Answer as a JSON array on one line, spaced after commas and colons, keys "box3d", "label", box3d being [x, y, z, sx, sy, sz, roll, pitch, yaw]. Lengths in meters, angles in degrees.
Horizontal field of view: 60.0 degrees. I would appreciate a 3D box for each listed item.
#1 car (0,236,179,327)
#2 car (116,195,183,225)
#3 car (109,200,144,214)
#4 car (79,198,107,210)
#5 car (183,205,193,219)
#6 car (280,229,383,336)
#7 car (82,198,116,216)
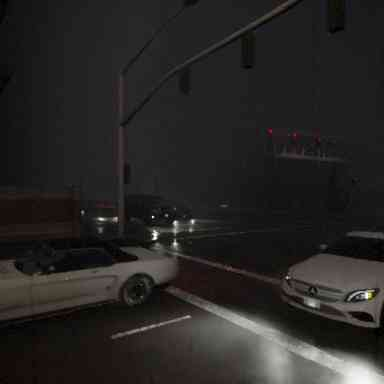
[{"box3d": [-2.681, 1.601, 6.393, 4.718, 1.301, 1.895, 0, 0, -36], "label": "car"}, {"box3d": [-3.316, 1.222, 24.563, 2.150, 2.045, 5.566, 0, 0, -36], "label": "car"}, {"box3d": [-7.144, 1.601, 35.894, 1.895, 1.301, 4.718, 0, 0, -36], "label": "car"}, {"box3d": [-13.348, 1.547, 44.545, 2.033, 1.411, 5.357, 0, 0, -36], "label": "car"}, {"box3d": [-1.901, 1.352, 28.595, 2.097, 1.767, 4.553, 0, 0, -36], "label": "car"}, {"box3d": [3.812, 1.526, 6.778, 4.674, 1.442, 1.812, 0, 0, -36], "label": "car"}, {"box3d": [-9.078, 1.478, 32.588, 1.882, 1.535, 5.008, 0, 0, -36], "label": "car"}]
